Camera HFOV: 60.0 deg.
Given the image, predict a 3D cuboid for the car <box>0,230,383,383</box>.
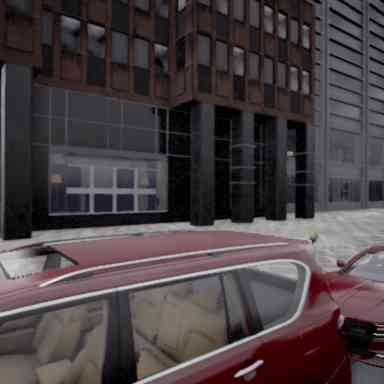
[{"bbox_3d":[-0.905,1.316,2.327,5.009,1.841,2.192,0,0,-35],"label":"car"}]
